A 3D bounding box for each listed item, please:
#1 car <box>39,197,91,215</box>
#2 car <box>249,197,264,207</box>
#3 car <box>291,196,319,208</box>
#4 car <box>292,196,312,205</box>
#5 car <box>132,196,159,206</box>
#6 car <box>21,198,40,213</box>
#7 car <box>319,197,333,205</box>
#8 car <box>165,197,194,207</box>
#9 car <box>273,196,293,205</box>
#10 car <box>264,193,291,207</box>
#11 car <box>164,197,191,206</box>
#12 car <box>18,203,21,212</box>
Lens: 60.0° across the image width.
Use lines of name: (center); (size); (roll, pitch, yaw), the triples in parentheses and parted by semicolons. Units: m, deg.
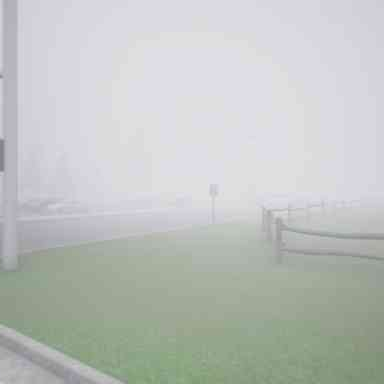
car: (-12.436, 1.505, 33.547); (1.812, 1.442, 4.674); (0, 0, 35)
car: (10.766, 1.477, 52.485); (2.128, 1.511, 4.902); (0, 0, 36)
car: (16.563, 1.554, 48.554); (1.994, 1.385, 4.181); (0, 0, 36)
car: (19.546, 1.465, 58.726); (1.882, 1.535, 5.008); (0, 0, 36)
car: (-7.395, 1.452, 53.004); (1.882, 1.535, 5.008); (0, 0, 35)
car: (-15.269, 1.329, 35.595); (2.097, 1.767, 4.553); (0, 0, 35)
car: (22.364, 1.537, 56.651); (2.033, 1.411, 5.357); (0, 0, 36)
car: (-1.635, 1.483, 49.025); (1.837, 1.490, 4.892); (0, 0, 35)
car: (16.727, 1.463, 60.801); (1.882, 1.535, 5.008); (0, 0, 36)
car: (13.441, 1.209, 50.205); (2.150, 2.045, 5.566); (0, 0, 38)
car: (-2.259, 1.578, 54.223); (1.895, 1.301, 4.718); (0, 0, 35)
car: (-17.849, 1.481, 38.020); (1.837, 1.490, 4.892); (0, 0, 35)
